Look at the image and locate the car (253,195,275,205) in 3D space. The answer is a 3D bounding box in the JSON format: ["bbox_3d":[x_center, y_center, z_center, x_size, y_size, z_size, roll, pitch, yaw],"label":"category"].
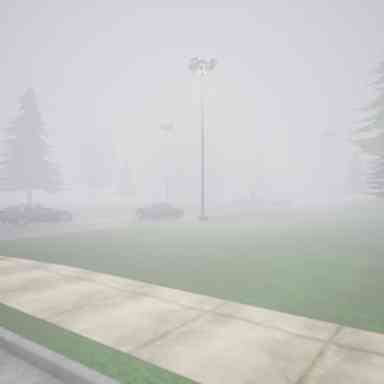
[{"bbox_3d":[12.857,1.370,59.425,2.097,1.767,4.553,0,0,37],"label":"car"}]

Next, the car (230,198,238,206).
[{"bbox_3d":[8.139,1.568,53.049,2.033,1.411,5.357,0,0,37],"label":"car"}]

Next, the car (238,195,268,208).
[{"bbox_3d":[9.356,1.564,48.818,2.033,1.411,5.357,0,0,37],"label":"car"}]

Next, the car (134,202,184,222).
[{"bbox_3d":[-2.609,1.544,26.894,1.812,1.442,4.674,0,0,37],"label":"car"}]

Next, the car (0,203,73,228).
[{"bbox_3d":[-10.443,1.517,22.326,2.128,1.511,4.902,0,0,38],"label":"car"}]

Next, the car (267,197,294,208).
[{"bbox_3d":[13.056,1.612,47.891,1.895,1.301,4.718,0,0,37],"label":"car"}]
